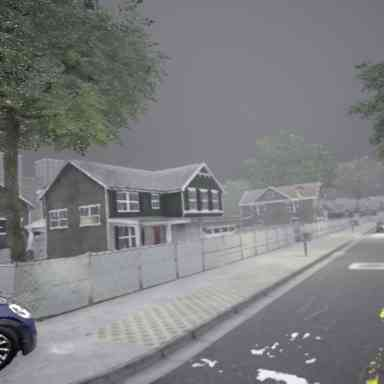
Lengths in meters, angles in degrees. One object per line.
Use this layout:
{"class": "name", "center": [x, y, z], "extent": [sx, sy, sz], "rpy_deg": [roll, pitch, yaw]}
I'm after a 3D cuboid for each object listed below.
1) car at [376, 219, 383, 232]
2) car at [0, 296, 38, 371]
{"class": "car", "center": [22.629, 3.834, 38.816], "extent": [2.128, 1.511, 4.902], "rpy_deg": [-8, -7, 32]}
{"class": "car", "center": [-4.869, 2.168, 5.017], "extent": [2.097, 1.767, 4.553], "rpy_deg": [-6, -3, 43]}
